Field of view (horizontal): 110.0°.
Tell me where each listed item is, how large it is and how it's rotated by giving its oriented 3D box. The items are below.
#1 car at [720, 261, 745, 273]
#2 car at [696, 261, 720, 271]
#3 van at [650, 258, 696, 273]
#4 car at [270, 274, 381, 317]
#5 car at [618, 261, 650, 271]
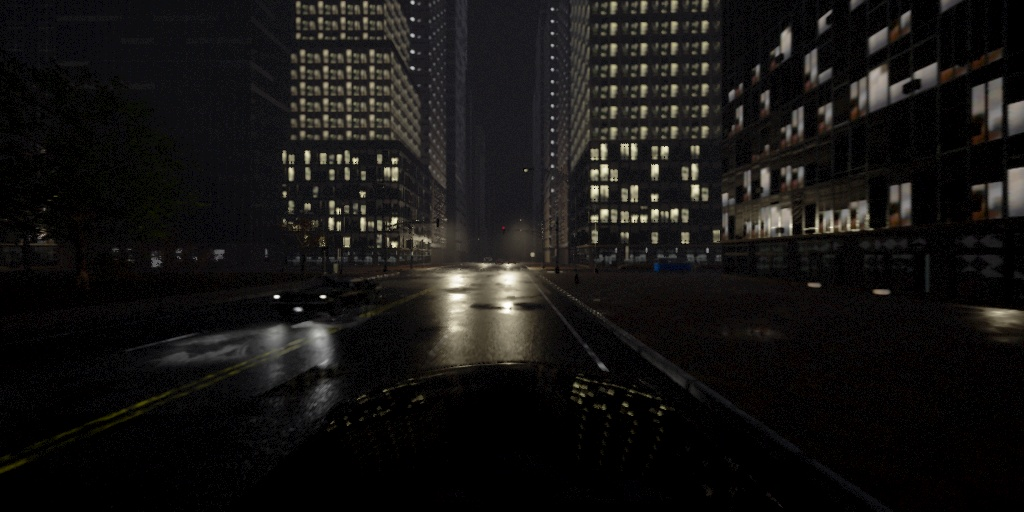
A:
[{"bbox_3d":[26.649,1.243,40.897,4.097,1.591,1.967,0,0,2],"label":"car"},{"bbox_3d":[26.937,1.385,48.772,4.207,1.307,1.802,0,0,2],"label":"car"},{"bbox_3d":[18.371,1.139,41.087,3.998,1.789,1.690,0,0,2],"label":"van"},{"bbox_3d":[-6.595,1.349,13.294,1.895,1.301,4.718,0,0,0],"label":"car"},{"bbox_3d":[17.103,1.322,49.260,4.829,1.417,1.751,0,0,2],"label":"car"}]
